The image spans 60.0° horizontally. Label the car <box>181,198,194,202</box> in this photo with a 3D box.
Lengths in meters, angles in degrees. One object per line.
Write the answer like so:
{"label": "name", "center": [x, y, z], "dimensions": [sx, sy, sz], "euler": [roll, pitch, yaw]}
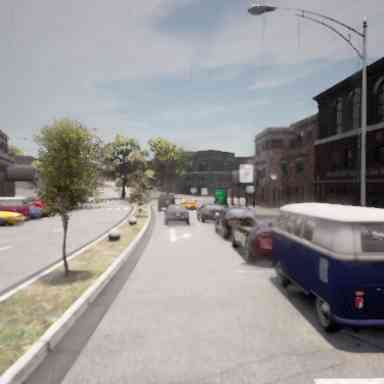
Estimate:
{"label": "car", "center": [-0.646, 1.595, 44.785], "dimensions": [1.882, 1.535, 5.008], "euler": [0, 0, -7]}

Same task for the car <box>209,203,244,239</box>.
{"label": "car", "center": [2.364, 1.542, 17.797], "dimensions": [2.097, 1.535, 5.008], "euler": [0, 0, -4]}

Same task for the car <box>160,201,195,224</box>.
{"label": "car", "center": [-1.221, 1.645, 25.614], "dimensions": [2.033, 1.411, 5.357], "euler": [0, 0, -5]}

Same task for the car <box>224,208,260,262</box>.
{"label": "car", "center": [2.697, 1.547, 12.314], "dimensions": [2.163, 1.488, 4.792], "euler": [0, 0, -2]}

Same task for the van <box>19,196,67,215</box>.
{"label": "van", "center": [-16.320, 1.413, 36.600], "dimensions": [4.442, 1.987, 1.878], "euler": [0, 0, -8]}

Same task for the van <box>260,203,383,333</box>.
{"label": "van", "center": [2.906, 1.264, 6.859], "dimensions": [1.878, 1.987, 4.442], "euler": [0, 0, -1]}

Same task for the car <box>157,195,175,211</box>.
{"label": "car", "center": [-3.296, 1.350, 42.948], "dimensions": [2.150, 2.045, 5.566], "euler": [0, 0, -7]}

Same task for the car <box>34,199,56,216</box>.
{"label": "car", "center": [-15.651, 1.666, 31.167], "dimensions": [4.792, 1.488, 2.163], "euler": [0, 0, -7]}

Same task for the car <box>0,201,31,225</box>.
{"label": "car", "center": [-14.579, 1.612, 23.172], "dimensions": [5.366, 1.575, 1.946], "euler": [0, 0, -5]}

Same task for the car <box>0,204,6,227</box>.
{"label": "car", "center": [-14.511, 1.645, 20.437], "dimensions": [4.674, 1.452, 2.002], "euler": [0, 0, -5]}

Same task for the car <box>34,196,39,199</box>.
{"label": "car", "center": [-16.077, 1.389, 33.862], "dimensions": [5.566, 2.045, 2.435], "euler": [0, 0, -8]}

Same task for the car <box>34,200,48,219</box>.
{"label": "car", "center": [-15.354, 1.672, 28.568], "dimensions": [4.674, 1.452, 2.002], "euler": [0, 0, -6]}

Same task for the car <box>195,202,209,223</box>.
{"label": "car", "center": [1.490, 1.617, 26.754], "dimensions": [1.812, 1.442, 4.674], "euler": [0, 0, -6]}

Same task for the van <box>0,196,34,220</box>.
{"label": "van", "center": [-15.165, 1.400, 25.860], "dimensions": [4.442, 1.987, 1.878], "euler": [0, 0, -6]}
